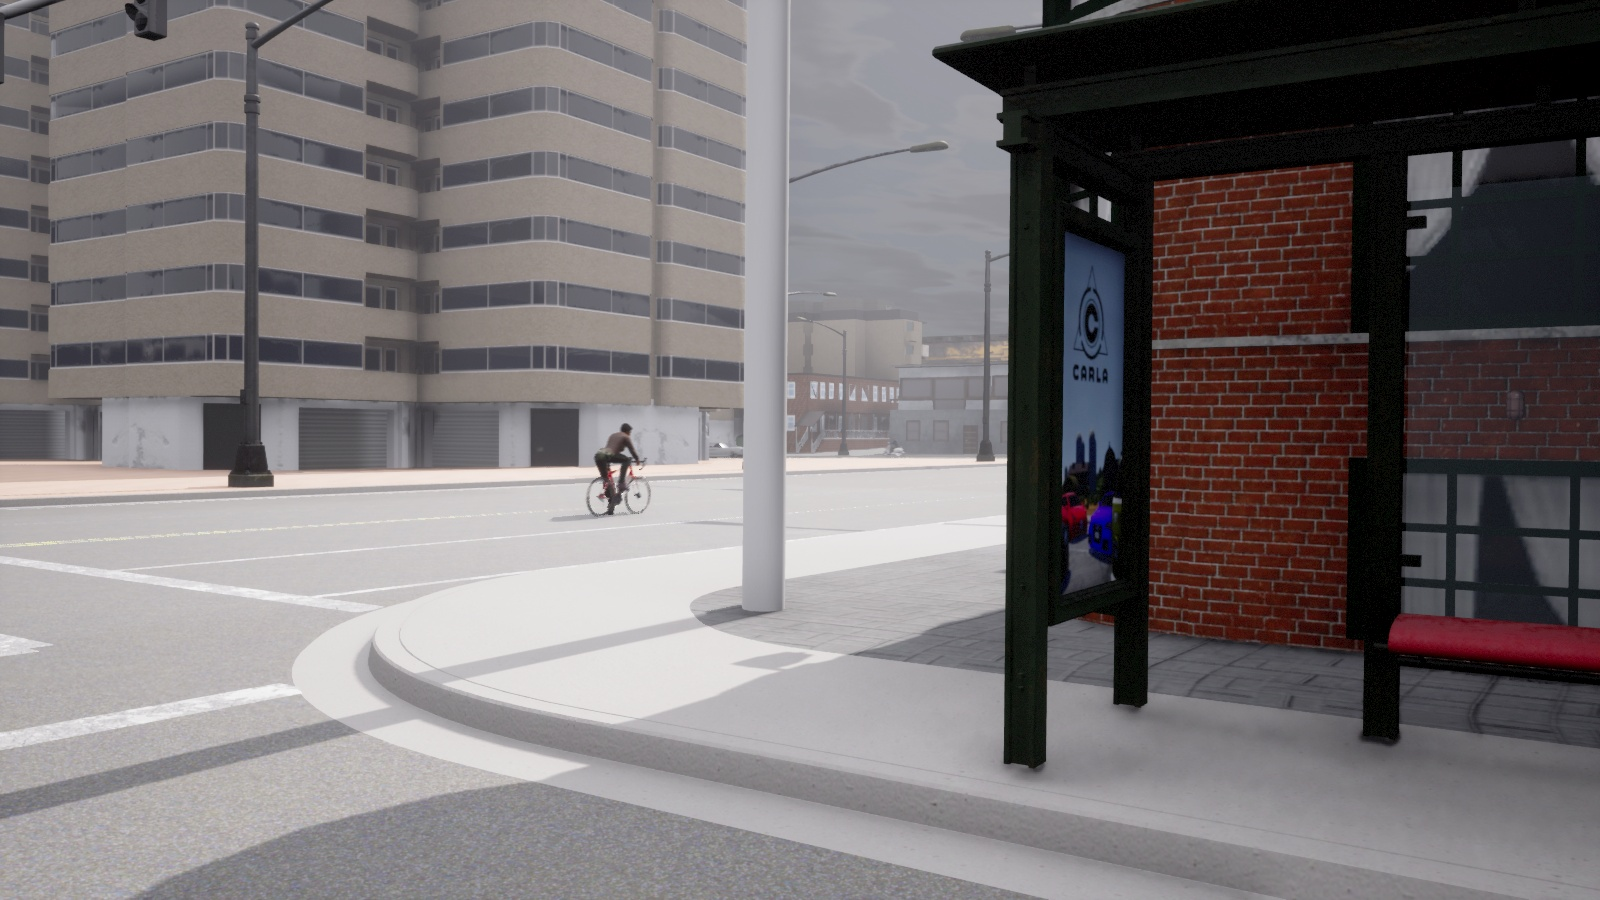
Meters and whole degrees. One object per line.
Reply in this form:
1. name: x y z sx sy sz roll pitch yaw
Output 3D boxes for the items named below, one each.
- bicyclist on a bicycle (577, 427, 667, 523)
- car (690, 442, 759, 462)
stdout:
1. bicyclist on a bicycle: -3.103 0.412 22.009 0.582 1.620 1.656 0 1 34
2. car: -5.502 0.168 91.253 4.718 1.301 1.895 -2 0 32
